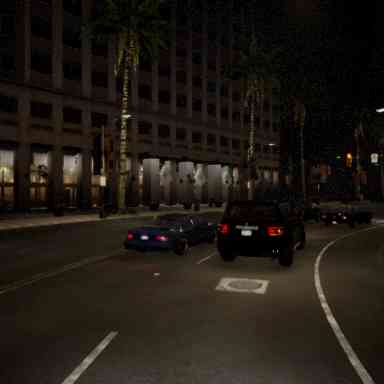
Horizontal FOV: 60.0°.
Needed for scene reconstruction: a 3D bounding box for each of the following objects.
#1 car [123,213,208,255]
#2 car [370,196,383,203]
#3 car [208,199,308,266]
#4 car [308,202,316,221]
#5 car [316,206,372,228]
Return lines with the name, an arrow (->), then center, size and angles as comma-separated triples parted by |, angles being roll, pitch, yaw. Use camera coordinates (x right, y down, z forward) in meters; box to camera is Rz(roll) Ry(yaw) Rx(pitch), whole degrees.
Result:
car -> -0.535, 1.561, 13.327 | 2.033, 1.411, 5.357 | 0, 0, 24
car -> 40.420, 1.511, 72.304 | 2.161, 1.482, 4.786 | 0, 0, 44
car -> 2.664, 1.256, 11.905 | 2.150, 2.045, 5.566 | 0, 0, 24
car -> 7.941, 1.364, 24.798 | 2.097, 1.767, 4.553 | 0, 0, 45
car -> 10.477, 1.615, 22.385 | 1.895, 1.301, 4.718 | 0, 0, 45
